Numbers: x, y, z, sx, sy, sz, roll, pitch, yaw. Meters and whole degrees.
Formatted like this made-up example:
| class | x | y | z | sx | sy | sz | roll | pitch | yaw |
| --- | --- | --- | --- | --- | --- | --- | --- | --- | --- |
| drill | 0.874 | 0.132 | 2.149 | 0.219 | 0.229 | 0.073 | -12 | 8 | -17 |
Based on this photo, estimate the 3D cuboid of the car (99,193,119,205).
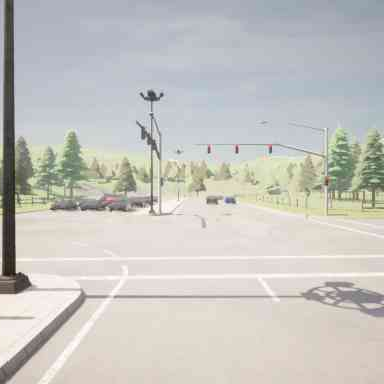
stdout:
| class | x | y | z | sx | sy | sz | roll | pitch | yaw |
| --- | --- | --- | --- | --- | --- | --- | --- | --- | --- |
| car | -15.003 | 1.225 | 60.336 | 2.150 | 2.045 | 5.566 | 0 | 0 | 1 |

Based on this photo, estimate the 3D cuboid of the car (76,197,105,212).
| class | x | y | z | sx | sy | sz | roll | pitch | yaw |
| --- | --- | --- | --- | --- | --- | --- | --- | --- | --- |
| car | -11.555 | 1.564 | 39.060 | 1.994 | 1.385 | 4.181 | 0 | 0 | 1 |

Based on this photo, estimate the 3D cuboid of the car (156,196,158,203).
| class | x | y | z | sx | sy | sz | roll | pitch | yaw |
| --- | --- | --- | --- | --- | --- | --- | --- | --- | --- |
| car | -7.926 | 1.538 | 69.396 | 2.033 | 1.411 | 5.357 | 0 | 0 | 0 |

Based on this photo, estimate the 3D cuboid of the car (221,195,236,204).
| class | x | y | z | sx | sy | sz | roll | pitch | yaw |
| --- | --- | --- | --- | --- | --- | --- | --- | --- | --- |
| car | 7.164 | 1.477 | 63.489 | 1.882 | 1.535 | 5.008 | 0 | 0 | 0 |

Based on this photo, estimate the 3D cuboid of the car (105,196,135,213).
| class | x | y | z | sx | sy | sz | roll | pitch | yaw |
| --- | --- | --- | --- | --- | --- | --- | --- | --- | --- |
| car | -8.052 | 1.507 | 37.662 | 1.837 | 1.490 | 4.892 | 0 | -1 | 0 |

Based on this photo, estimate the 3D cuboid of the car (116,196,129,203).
| class | x | y | z | sx | sy | sz | roll | pitch | yaw |
| --- | --- | --- | --- | --- | --- | --- | --- | --- | --- |
| car | -14.912 | 1.587 | 71.600 | 1.895 | 1.301 | 4.718 | 0 | 0 | 0 |

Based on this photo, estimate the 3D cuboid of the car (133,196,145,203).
| class | x | y | z | sx | sy | sz | roll | pitch | yaw |
| --- | --- | --- | --- | --- | --- | --- | --- | --- | --- |
| car | -11.413 | 1.595 | 71.590 | 1.895 | 1.301 | 4.718 | 0 | 0 | 0 |

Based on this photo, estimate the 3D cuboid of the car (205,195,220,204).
| class | x | y | z | sx | sy | sz | roll | pitch | yaw |
| --- | --- | --- | --- | --- | --- | --- | --- | --- | --- |
| car | 3.664 | 1.352 | 63.064 | 2.097 | 1.767 | 4.553 | 0 | 0 | 0 |

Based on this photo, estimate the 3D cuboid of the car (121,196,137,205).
| class | x | y | z | sx | sy | sz | roll | pitch | yaw |
| --- | --- | --- | --- | --- | --- | --- | --- | --- | --- |
| car | -11.499 | 1.490 | 61.096 | 2.128 | 1.511 | 4.902 | 0 | 0 | 1 |

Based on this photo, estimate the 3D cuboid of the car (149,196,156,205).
| class | x | y | z | sx | sy | sz | roll | pitch | yaw |
| --- | --- | --- | --- | --- | --- | --- | --- | --- | --- |
| car | -8.006 | 1.505 | 58.793 | 1.837 | 1.490 | 4.892 | 0 | 0 | 0 |

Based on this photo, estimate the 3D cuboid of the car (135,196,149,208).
| class | x | y | z | sx | sy | sz | roll | pitch | yaw |
| --- | --- | --- | --- | --- | --- | --- | --- | --- | --- |
| car | -8.035 | 1.477 | 49.063 | 1.882 | 1.535 | 5.008 | 0 | 0 | 0 |

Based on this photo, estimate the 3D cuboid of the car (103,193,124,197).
| class | x | y | z | sx | sy | sz | roll | pitch | yaw |
| --- | --- | --- | --- | --- | --- | --- | --- | --- | --- |
| car | -11.528 | 1.223 | 50.400 | 2.150 | 2.045 | 5.566 | 0 | 0 | 0 |

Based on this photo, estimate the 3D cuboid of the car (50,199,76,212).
| class | x | y | z | sx | sy | sz | roll | pitch | yaw |
| --- | --- | --- | --- | --- | --- | --- | --- | --- | --- |
| car | -15.045 | 1.564 | 39.228 | 1.994 | 1.385 | 4.181 | 0 | 0 | 0 |
